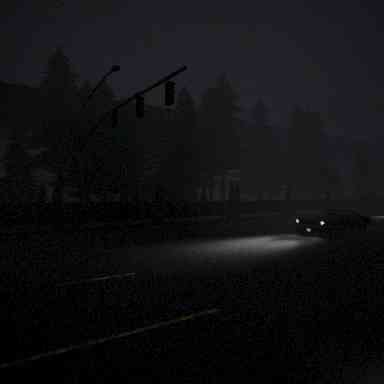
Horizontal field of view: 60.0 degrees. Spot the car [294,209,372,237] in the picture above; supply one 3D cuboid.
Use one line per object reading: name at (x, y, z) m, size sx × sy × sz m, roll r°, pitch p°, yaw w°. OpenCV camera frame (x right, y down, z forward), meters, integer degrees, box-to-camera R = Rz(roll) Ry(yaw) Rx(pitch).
car at (7.674, 1.590, 18.031) m, size 4.718 × 1.301 × 1.895 m, roll 0°, pitch 0°, yaw -35°
